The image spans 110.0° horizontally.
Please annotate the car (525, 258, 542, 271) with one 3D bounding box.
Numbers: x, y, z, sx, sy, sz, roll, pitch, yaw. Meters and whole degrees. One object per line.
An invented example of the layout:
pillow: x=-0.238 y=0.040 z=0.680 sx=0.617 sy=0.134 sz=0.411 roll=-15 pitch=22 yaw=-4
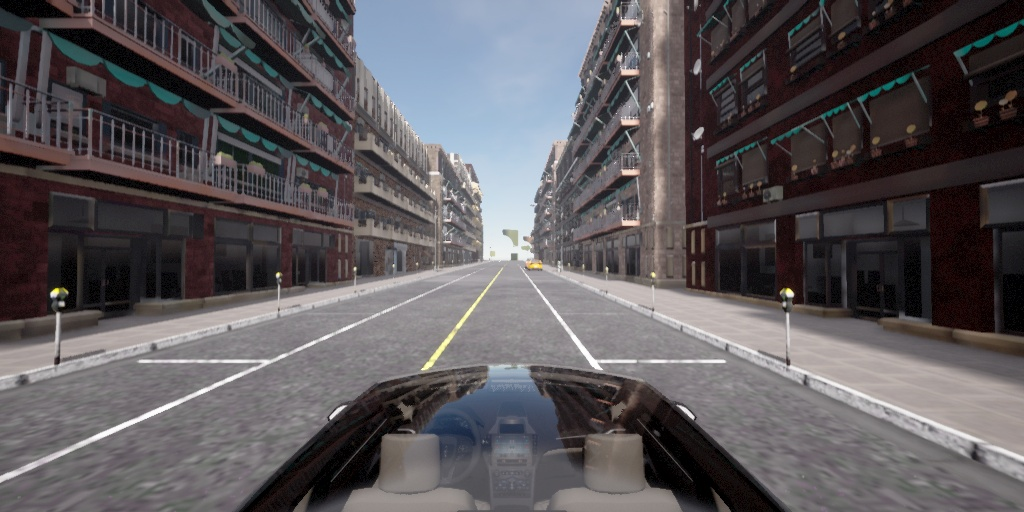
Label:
car: x=3.140 y=1.230 z=49.838 sx=1.882 sy=1.535 sz=5.008 roll=0 pitch=0 yaw=0
